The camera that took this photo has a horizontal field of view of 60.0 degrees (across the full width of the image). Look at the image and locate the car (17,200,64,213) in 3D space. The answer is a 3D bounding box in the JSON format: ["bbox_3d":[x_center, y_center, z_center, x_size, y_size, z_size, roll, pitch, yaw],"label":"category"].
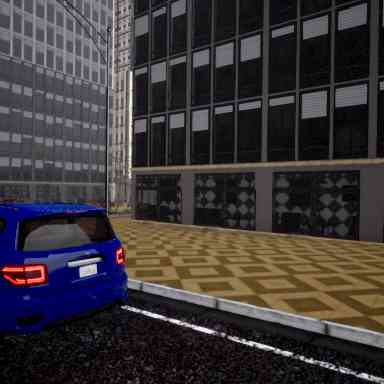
[{"bbox_3d":[-17.620,1.643,38.896,1.752,1.417,4.829,1,0,36],"label":"car"}]

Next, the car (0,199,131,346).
[{"bbox_3d":[-3.683,1.218,6.311,5.566,2.045,2.150,0,0,35],"label":"car"}]

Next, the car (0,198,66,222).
[{"bbox_3d":[-14.124,1.519,29.521,2.192,1.841,5.009,1,0,36],"label":"car"}]

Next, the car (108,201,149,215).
[{"bbox_3d":[-7.324,1.830,38.731,1.752,1.417,4.829,1,0,36],"label":"car"}]
